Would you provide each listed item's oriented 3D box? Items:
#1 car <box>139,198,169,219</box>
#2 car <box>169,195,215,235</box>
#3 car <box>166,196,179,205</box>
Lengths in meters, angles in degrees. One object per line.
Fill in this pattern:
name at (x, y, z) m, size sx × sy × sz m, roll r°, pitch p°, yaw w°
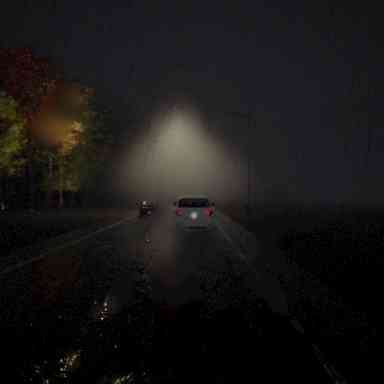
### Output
car at (-3.402, 1.450, 29.040) m, size 2.128 × 1.511 × 4.902 m, roll 0°, pitch 0°, yaw 0°
car at (0.099, 1.200, 18.968) m, size 2.150 × 2.045 × 5.566 m, roll 0°, pitch 0°, yaw 0°
car at (-3.411, 1.473, 58.815) m, size 1.994 × 1.385 × 4.181 m, roll 0°, pitch 0°, yaw 0°
